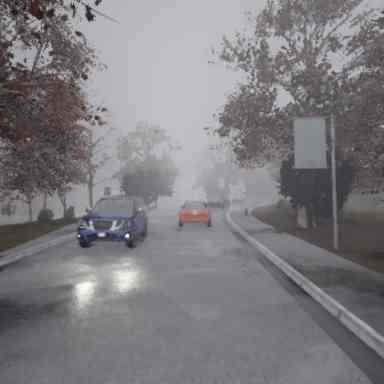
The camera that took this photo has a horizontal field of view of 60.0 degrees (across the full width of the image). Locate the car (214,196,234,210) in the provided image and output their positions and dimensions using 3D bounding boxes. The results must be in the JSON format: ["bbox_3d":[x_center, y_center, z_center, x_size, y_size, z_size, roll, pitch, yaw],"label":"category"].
[{"bbox_3d":[3.382,1.260,41.148,2.097,1.767,4.553,-1,0,18],"label":"car"}]

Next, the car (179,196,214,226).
[{"bbox_3d":[0.272,1.337,23.231,2.097,1.767,4.553,0,0,2],"label":"car"}]

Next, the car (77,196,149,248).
[{"bbox_3d":[-3.311,1.214,15.028,2.150,2.045,5.566,0,0,0],"label":"car"}]

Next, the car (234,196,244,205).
[{"bbox_3d":[6.836,1.440,55.134,1.837,1.490,4.892,-3,-3,36],"label":"car"}]
